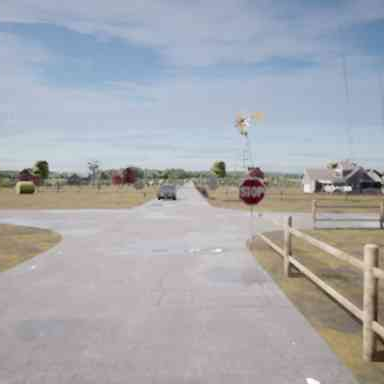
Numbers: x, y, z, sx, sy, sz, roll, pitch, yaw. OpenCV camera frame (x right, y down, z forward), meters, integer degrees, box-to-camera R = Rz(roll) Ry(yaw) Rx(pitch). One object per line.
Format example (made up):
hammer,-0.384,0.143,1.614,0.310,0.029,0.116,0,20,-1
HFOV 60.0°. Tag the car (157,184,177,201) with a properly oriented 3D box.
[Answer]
car,-2.967,0.074,40.531,2.150,2.045,5.566,0,3,0
